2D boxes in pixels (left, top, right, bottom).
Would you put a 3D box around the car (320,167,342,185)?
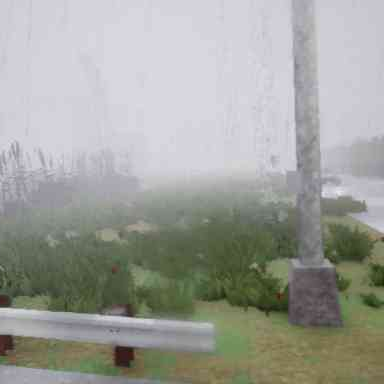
[{"bbox_3d":[9.917,-1.233,25.699,2.033,1.411,5.357,-3,5,9],"label":"car"}]
